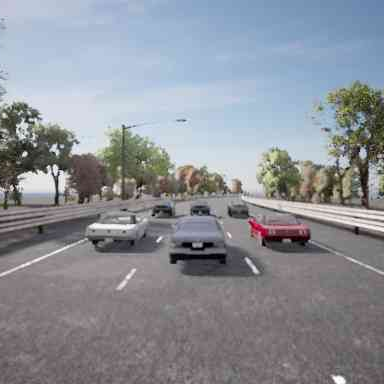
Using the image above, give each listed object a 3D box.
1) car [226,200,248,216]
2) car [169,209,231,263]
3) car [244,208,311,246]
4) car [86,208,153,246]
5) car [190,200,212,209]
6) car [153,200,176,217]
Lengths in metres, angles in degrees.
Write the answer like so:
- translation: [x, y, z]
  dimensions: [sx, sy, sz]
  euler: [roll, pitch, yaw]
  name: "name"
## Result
- translation: [4.322, 1.552, 31.905]
  dimensions: [2.128, 1.511, 4.902]
  euler: [0, 0, 3]
  name: "car"
- translation: [0.212, 1.566, 11.981]
  dimensions: [2.033, 1.411, 5.357]
  euler: [0, 0, 1]
  name: "car"
- translation: [3.783, 1.626, 15.273]
  dimensions: [1.895, 1.301, 4.718]
  euler: [0, 0, 1]
  name: "car"
- translation: [-3.204, 1.599, 15.312]
  dimensions: [1.895, 1.301, 4.718]
  euler: [2, 0, 1]
  name: "car"
- translation: [0.824, 1.565, 32.044]
  dimensions: [1.837, 1.490, 4.892]
  euler: [0, 0, 3]
  name: "car"
- translation: [-2.659, 1.543, 32.157]
  dimensions: [1.837, 1.490, 4.892]
  euler: [2, 0, 2]
  name: "car"
